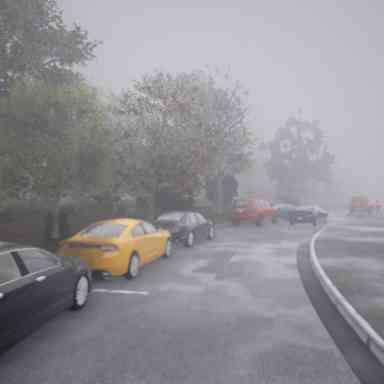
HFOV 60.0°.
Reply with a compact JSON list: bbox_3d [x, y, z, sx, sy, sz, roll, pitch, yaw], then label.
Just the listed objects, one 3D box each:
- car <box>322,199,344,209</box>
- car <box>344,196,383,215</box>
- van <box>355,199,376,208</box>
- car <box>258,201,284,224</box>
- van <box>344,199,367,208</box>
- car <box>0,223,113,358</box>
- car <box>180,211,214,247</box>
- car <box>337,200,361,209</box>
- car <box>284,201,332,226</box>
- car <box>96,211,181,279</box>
[{"bbox_3d":[27.992,2.379,64.791,5.566,2.045,2.435,-2,-3,20],"label":"car"},{"bbox_3d":[20.065,1.532,38.584,2.150,2.045,5.566,-2,-2,43],"label":"car"},{"bbox_3d":[43.074,2.874,82.805,4.442,1.987,1.878,-2,-2,20],"label":"van"},{"bbox_3d":[8.554,1.820,30.951,2.097,1.535,5.008,-2,-1,39],"label":"car"},{"bbox_3d":[37.367,2.693,76.061,4.442,1.987,1.878,-2,-2,20],"label":"van"},{"bbox_3d":[-3.161,1.495,5.077,2.231,1.521,4.892,0,0,5],"label":"car"},{"bbox_3d":[-0.375,1.660,16.043,2.231,1.521,4.892,-1,-1,22],"label":"car"},{"bbox_3d":[33.701,2.673,71.521,4.553,1.767,2.185,-2,-2,20],"label":"car"},{"bbox_3d":[8.948,1.688,25.371,1.882,1.535,5.008,-2,-1,34],"label":"car"},{"bbox_3d":[-2.114,1.583,10.573,2.097,1.535,5.008,0,0,14],"label":"car"}]
